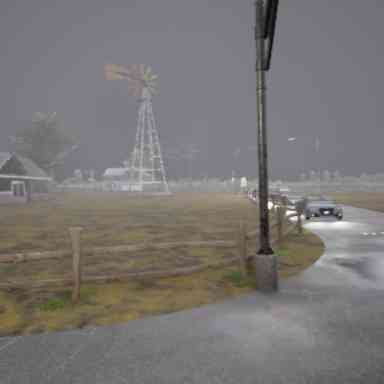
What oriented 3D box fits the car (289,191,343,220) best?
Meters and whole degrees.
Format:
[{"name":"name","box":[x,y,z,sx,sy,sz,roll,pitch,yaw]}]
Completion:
[{"name":"car","box":[7.457,0.858,19.975,1.994,1.385,4.181,-1,2,5]}]

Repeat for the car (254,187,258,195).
[{"name":"car","box":[10.227,-0.028,49.162,2.033,1.411,5.357,-1,2,5]}]

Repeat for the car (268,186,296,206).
[{"name":"car","box":[8.252,0.520,28.674,2.128,1.511,4.902,-1,2,5]}]

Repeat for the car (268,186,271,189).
[{"name":"car","box":[9.183,0.333,38.611,1.895,1.301,4.718,-1,2,5]}]

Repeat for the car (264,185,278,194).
[{"name":"car","box":[13.868,-0.391,58.720,1.812,1.442,4.674,-1,1,5]}]

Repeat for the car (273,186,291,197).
[{"name":"car","box":[13.019,-0.124,48.374,1.837,1.490,4.892,-1,2,6]}]
